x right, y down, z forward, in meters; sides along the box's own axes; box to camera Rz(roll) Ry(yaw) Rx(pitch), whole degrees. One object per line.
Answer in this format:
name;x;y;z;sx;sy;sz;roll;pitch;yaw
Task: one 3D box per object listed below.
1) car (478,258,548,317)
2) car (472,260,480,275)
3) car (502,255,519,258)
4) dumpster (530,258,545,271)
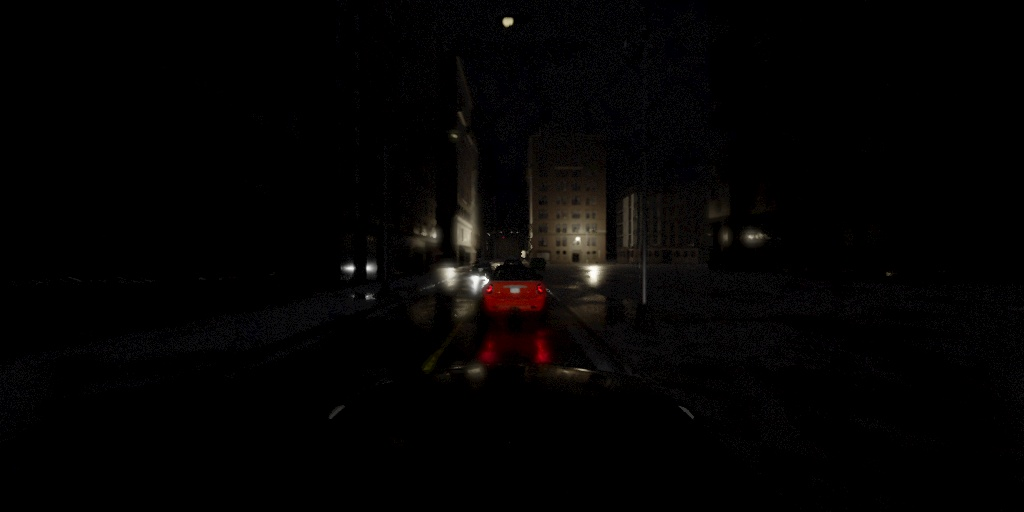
car;0.094;1.081;13.189;2.097;1.767;4.553;0;0;0
car;-3.085;1.174;37.596;2.128;1.511;4.902;0;0;0
car;0.098;1.051;29.106;2.097;1.767;4.553;0;0;0
dumpster;3.143;1.065;44.317;1.020;1.700;1.940;0;0;0
